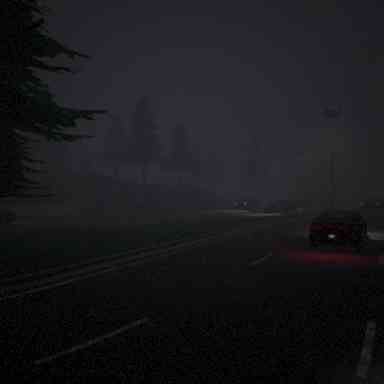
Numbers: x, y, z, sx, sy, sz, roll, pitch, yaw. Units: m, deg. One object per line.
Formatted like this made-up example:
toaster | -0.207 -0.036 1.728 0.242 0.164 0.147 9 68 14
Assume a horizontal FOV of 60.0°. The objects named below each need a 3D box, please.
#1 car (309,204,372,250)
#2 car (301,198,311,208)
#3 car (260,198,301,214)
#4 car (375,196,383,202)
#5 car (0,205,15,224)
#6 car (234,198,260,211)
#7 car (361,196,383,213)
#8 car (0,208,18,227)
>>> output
car | 6.539 1.506 14.604 1.882 1.535 5.008 -1 -1 31
car | 16.063 1.690 49.551 1.812 1.442 4.674 -1 0 44
car | 10.355 1.635 38.669 1.882 1.535 5.008 -1 -1 45
car | 39.608 1.399 68.843 1.895 1.301 4.718 -1 -1 44
car | -17.564 1.919 27.522 5.008 1.535 1.882 -1 -1 -31
car | 7.774 1.599 46.024 2.097 1.767 4.553 -1 -1 44
car | 20.637 1.365 37.409 2.097 1.767 4.553 -1 -1 43
car | -15.635 1.886 24.623 4.902 1.511 2.128 -1 0 -30
